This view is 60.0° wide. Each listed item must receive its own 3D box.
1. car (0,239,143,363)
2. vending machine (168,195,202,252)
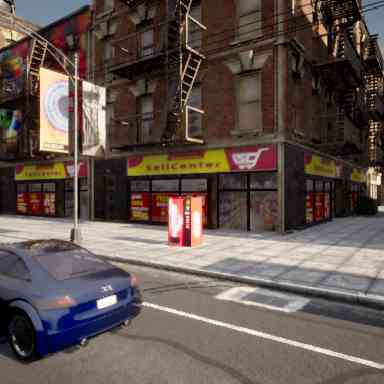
[{"bbox_3d":[-2.899,1.564,5.930,4.181,1.385,1.994,0,0,34],"label":"car"},{"bbox_3d":[-0.268,1.195,13.123,0.880,2.100,1.100,0,0,34],"label":"vending machine"}]
